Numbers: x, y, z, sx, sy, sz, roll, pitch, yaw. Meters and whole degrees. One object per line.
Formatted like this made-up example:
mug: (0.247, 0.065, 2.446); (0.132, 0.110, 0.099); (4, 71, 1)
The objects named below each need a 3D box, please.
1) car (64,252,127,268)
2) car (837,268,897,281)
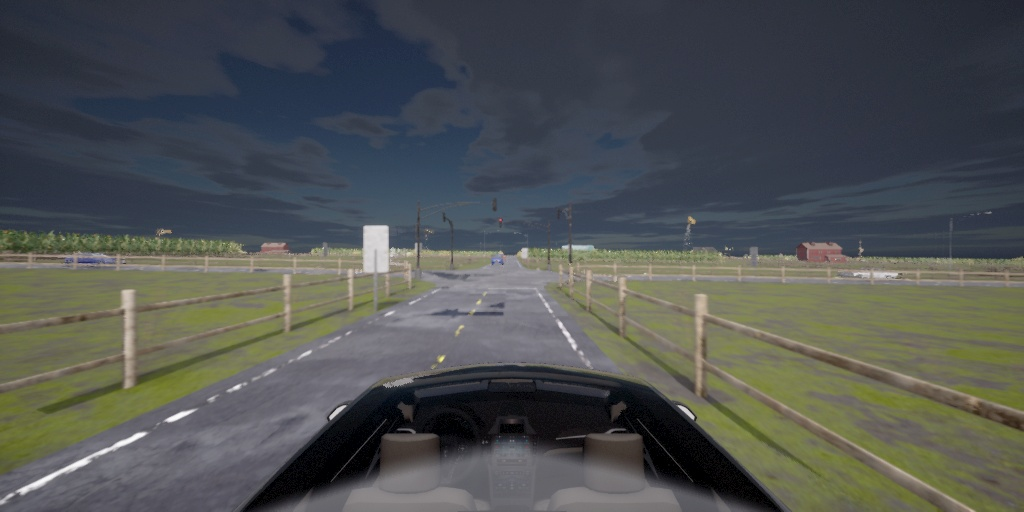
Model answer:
car: (-39.700, 0.399, 34.206); (4.674, 1.442, 1.812); (1, 0, 0)
car: (37.332, 1.911, 37.814); (4.718, 1.301, 1.895); (1, 0, 0)
